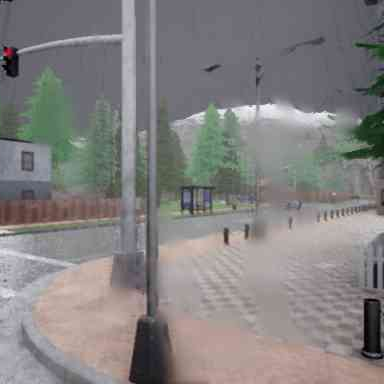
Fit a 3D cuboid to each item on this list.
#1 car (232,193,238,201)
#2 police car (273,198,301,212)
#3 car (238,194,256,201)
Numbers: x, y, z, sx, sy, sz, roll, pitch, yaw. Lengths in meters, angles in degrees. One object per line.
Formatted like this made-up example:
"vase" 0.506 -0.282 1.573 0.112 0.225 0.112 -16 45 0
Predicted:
"car" 10.939 1.176 78.943 1.905 1.878 3.866 0 0 36
"police car" 11.361 1.500 39.766 2.038 1.542 4.974 0 0 37
"car" 13.204 1.172 77.785 1.932 1.855 4.605 0 0 36
